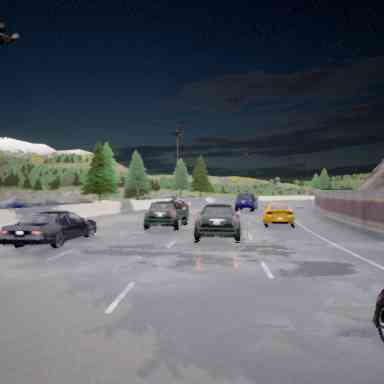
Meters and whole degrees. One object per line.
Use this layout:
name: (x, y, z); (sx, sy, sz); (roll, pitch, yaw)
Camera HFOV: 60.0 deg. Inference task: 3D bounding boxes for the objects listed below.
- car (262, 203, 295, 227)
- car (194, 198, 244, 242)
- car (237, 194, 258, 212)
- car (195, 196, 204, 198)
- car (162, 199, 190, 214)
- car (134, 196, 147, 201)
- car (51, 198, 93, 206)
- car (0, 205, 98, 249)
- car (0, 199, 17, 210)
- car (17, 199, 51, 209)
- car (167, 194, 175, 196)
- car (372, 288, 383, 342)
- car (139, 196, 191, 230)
car: (5.915, 1.504, 23.095); (1.882, 1.535, 5.008); (0, 0, 10)
car: (1.349, 1.363, 16.587); (2.097, 1.767, 4.553); (0, 0, 7)
car: (6.587, 1.257, 40.085); (2.150, 2.045, 5.566); (0, 0, 17)
car: (2.298, 1.206, 74.082); (1.994, 1.385, 4.181); (0, 0, 30)
car: (-1.677, 1.537, 36.738); (1.812, 1.442, 4.674); (0, 0, 15)
car: (-10.681, 1.514, 72.016); (1.994, 1.385, 4.181); (0, 0, 25)
car: (-12.791, 1.457, 36.508); (1.882, 1.535, 5.008); (0, 0, 15)
car: (-5.988, 1.537, 14.596); (2.033, 1.411, 5.357); (0, 0, 6)
car: (-19.881, 1.485, 36.968); (1.812, 1.442, 4.674); (0, 0, 14)
car: (-16.331, 1.517, 36.917); (2.033, 1.411, 5.357); (0, 0, 14)
car: (-4.874, 1.223, 75.571); (1.812, 1.442, 4.674); (0, 0, 27)
car: (3.758, 1.576, 3.456); (1.994, 1.385, 4.181); (0, 0, 1)
car: (-1.510, 1.357, 21.136); (2.097, 1.767, 4.553); (0, 0, 9)
